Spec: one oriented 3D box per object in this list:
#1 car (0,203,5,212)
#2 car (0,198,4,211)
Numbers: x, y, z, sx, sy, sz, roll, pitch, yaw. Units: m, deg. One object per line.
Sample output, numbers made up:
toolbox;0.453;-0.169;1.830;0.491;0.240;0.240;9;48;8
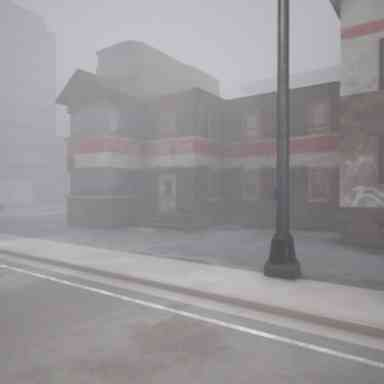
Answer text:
car;-19.041;1.325;29.085;2.038;1.542;4.974;0;0;15
car;-19.027;1.167;29.135;1.853;1.218;4.536;0;0;15
